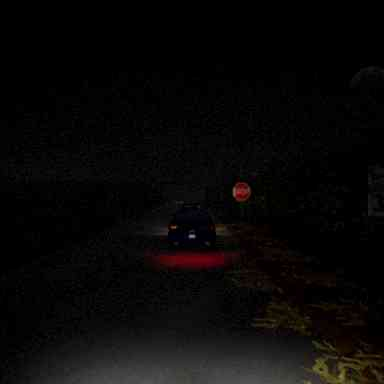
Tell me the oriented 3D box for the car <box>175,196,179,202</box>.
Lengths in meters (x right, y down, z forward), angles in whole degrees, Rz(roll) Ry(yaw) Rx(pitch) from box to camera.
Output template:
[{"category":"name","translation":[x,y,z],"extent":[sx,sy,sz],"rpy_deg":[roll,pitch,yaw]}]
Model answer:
[{"category":"car","translation":[-3.100,1.769,83.445],"extent":[1.994,1.385,4.181],"rpy_deg":[0,-1,0]}]

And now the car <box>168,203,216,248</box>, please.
[{"category":"car","translation":[0.000,1.459,14.647],"extent":[1.882,1.535,5.008],"rpy_deg":[0,0,0]}]

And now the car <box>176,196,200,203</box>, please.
[{"category":"car","translation":[0.000,1.393,29.647],"extent":[2.128,1.511,4.902],"rpy_deg":[0,0,0]}]
